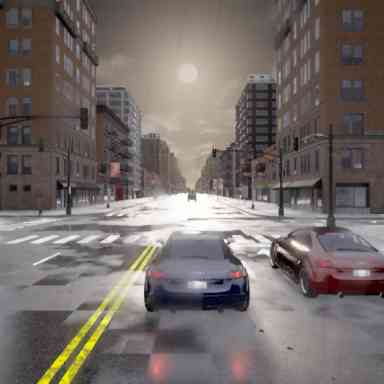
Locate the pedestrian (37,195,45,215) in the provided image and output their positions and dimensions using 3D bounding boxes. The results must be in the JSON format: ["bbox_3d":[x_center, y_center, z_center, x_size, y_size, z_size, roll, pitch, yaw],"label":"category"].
[{"bbox_3d":[-14.143,1.166,31.038,0.375,1.860,0.375,0,0,0],"label":"pedestrian"}]

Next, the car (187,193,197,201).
[{"bbox_3d":[-0.002,1.203,80.231,2.150,2.045,5.566,0,0,0],"label":"car"}]

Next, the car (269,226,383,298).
[{"bbox_3d":[3.337,1.563,8.533,1.994,1.385,4.181,0,0,0],"label":"car"}]

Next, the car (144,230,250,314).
[{"bbox_3d":[0.087,1.564,7.715,1.994,1.385,4.181,0,0,0],"label":"car"}]
